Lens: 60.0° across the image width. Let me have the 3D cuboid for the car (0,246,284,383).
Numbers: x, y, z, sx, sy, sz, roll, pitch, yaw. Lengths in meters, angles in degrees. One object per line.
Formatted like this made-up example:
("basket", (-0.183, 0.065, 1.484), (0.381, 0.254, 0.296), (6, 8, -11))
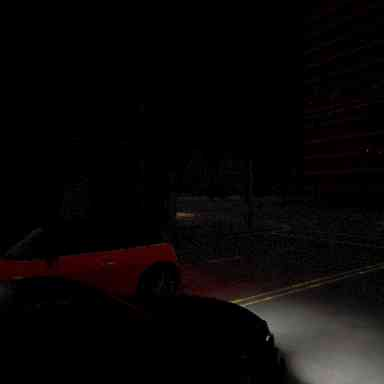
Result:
("car", (-1.219, 1.526, 2.895), (4.674, 1.442, 1.812), (0, 0, -36))

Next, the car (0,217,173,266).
("car", (-2.501, 1.352, 6.485), (4.553, 1.767, 2.097), (0, 0, -35))
